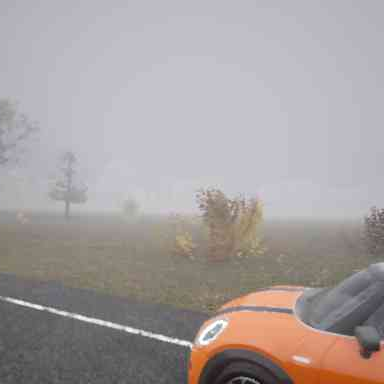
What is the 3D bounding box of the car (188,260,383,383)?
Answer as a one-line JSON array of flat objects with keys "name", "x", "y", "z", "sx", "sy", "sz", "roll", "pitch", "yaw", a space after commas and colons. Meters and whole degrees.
[{"name": "car", "x": 2.232, "y": 1.515, "z": 3.329, "sx": 4.553, "sy": 1.767, "sz": 2.097, "roll": 0, "pitch": -2, "yaw": 28}]
